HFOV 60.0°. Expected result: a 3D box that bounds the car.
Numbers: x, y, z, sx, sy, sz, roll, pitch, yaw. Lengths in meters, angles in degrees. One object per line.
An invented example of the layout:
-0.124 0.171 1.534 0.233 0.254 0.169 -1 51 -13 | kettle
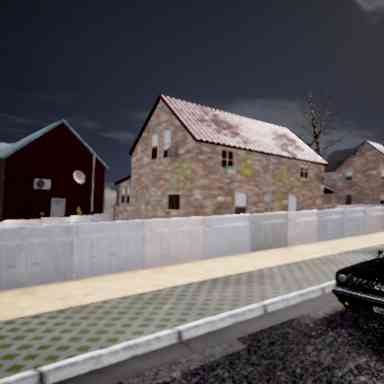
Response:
4.883 1.658 6.812 4.718 1.301 1.895 0 -1 -37 | car
